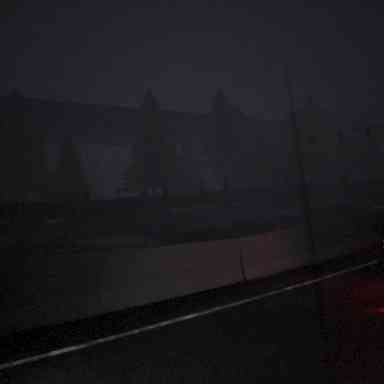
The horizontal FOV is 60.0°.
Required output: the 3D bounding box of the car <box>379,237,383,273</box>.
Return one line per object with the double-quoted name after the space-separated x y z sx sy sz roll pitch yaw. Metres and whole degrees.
6.921 1.179 8.725 4.553 1.767 2.097 -3 2 -36 "car"
